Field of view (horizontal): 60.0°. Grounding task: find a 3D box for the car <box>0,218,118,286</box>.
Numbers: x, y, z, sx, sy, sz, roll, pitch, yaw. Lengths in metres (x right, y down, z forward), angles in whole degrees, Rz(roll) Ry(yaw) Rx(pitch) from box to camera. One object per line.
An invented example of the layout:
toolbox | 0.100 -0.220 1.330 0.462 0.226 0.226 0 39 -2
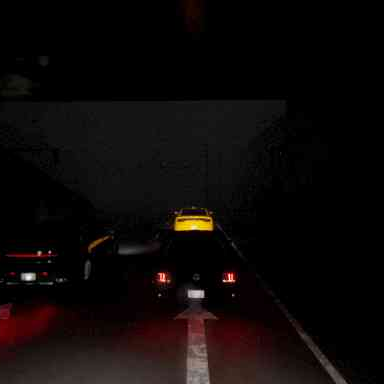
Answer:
car | -3.412 1.506 9.359 1.837 1.490 4.892 0 0 0

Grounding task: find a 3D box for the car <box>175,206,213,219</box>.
car | 0.090 1.478 17.709 1.882 1.535 5.008 0 0 0

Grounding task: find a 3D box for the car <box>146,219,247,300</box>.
car | 0.087 1.601 8.366 1.895 1.301 4.718 0 0 0
